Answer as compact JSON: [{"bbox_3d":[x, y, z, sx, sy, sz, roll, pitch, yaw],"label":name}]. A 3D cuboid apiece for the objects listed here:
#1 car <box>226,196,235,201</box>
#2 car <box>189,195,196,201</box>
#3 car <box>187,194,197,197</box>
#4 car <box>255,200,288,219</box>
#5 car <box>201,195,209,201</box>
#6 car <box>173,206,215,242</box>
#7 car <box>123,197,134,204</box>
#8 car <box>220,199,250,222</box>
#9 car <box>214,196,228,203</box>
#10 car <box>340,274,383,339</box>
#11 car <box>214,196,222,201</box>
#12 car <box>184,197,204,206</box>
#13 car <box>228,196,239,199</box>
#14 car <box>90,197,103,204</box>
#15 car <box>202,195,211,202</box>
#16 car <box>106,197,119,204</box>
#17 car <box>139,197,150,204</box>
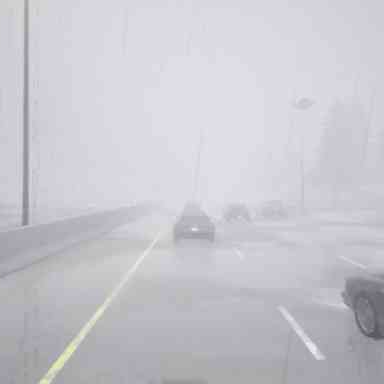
[{"bbox_3d":[10.543,1.750,91.511,1.994,1.385,4.181,0,0,0],"label":"car"},{"bbox_3d":[0.043,1.701,91.573,1.837,1.490,4.892,0,0,0],"label":"car"},{"bbox_3d":[0.039,1.541,81.126,2.150,2.045,5.566,0,0,0],"label":"car"},{"bbox_3d":[7.115,1.473,30.307,2.097,1.767,4.553,0,0,0],"label":"car"},{"bbox_3d":[3.543,1.701,91.571,1.837,1.490,4.892,0,0,0],"label":"car"},{"bbox_3d":[0.108,1.632,16.790,1.994,1.385,4.181,0,0,0],"label":"car"},{"bbox_3d":[-13.965,1.820,73.414,2.128,1.511,4.902,0,0,0],"label":"car"},{"bbox_3d":[3.614,1.617,27.659,1.837,1.490,4.892,0,0,0],"label":"car"},{"bbox_3d":[7.039,1.673,81.408,2.097,1.767,4.553,0,0,0],"label":"car"},{"bbox_3d":[3.601,1.562,3.565,2.033,1.411,5.357,0,0,0],"label":"car"},{"bbox_3d":[7.043,1.793,91.542,1.895,1.301,4.718,0,0,0],"label":"car"},{"bbox_3d":[0.120,1.658,37.783,1.837,1.490,4.892,0,0,0],"label":"car"},{"bbox_3d":[10.539,1.841,81.090,2.128,1.511,4.902,0,0,0],"label":"car"},{"bbox_3d":[-20.965,1.820,73.417,2.128,1.511,4.902,0,0,0],"label":"car"},{"bbox_3d":[3.539,1.912,81.507,1.895,1.301,4.718,0,0,0],"label":"car"},{"bbox_3d":[-17.465,1.772,73.415,1.882,1.535,5.008,0,0,0],"label":"car"},{"bbox_3d":[-10.465,1.819,73.412,2.128,1.511,4.902,0,0,0],"label":"car"}]
